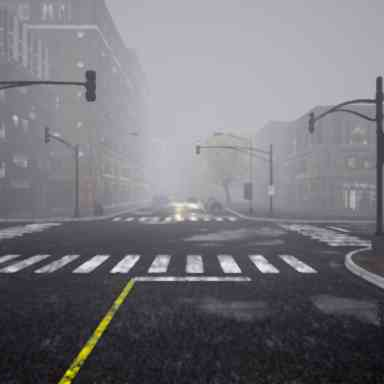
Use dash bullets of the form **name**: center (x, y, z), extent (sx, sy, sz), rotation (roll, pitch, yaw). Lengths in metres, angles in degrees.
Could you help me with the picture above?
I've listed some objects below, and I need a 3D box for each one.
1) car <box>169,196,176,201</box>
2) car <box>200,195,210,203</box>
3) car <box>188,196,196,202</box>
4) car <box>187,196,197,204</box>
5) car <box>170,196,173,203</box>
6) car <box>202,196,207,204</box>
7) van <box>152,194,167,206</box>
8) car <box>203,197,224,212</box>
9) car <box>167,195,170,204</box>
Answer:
- **car**: center (-5.622, 1.735, 95.425), extent (1.752, 1.417, 4.829), rotation (0, 0, 0)
- **car**: center (2.742, 1.560, 72.797), extent (1.967, 1.590, 4.097), rotation (0, 0, 0)
- **car**: center (0.056, 1.565, 75.808), extent (1.812, 1.442, 4.674), rotation (0, 0, 0)
- **car**: center (0.049, 1.576, 65.391), extent (1.882, 1.535, 5.008), rotation (0, 0, 0)
- **car**: center (-5.643, 1.418, 67.109), extent (2.192, 1.841, 5.009), rotation (0, 0, 0)
- **car**: center (2.722, 1.493, 44.314), extent (1.967, 1.590, 4.097), rotation (0, 0, 0)
- **van**: center (-5.651, 1.416, 55.715), extent (1.690, 1.788, 3.998), rotation (0, 0, 0)
- **car**: center (2.718, 1.592, 38.616), extent (2.008, 1.369, 4.403), rotation (0, 0, 0)
- **car**: center (-5.646, 1.671, 61.411), extent (1.802, 1.307, 4.206), rotation (0, 0, 0)
